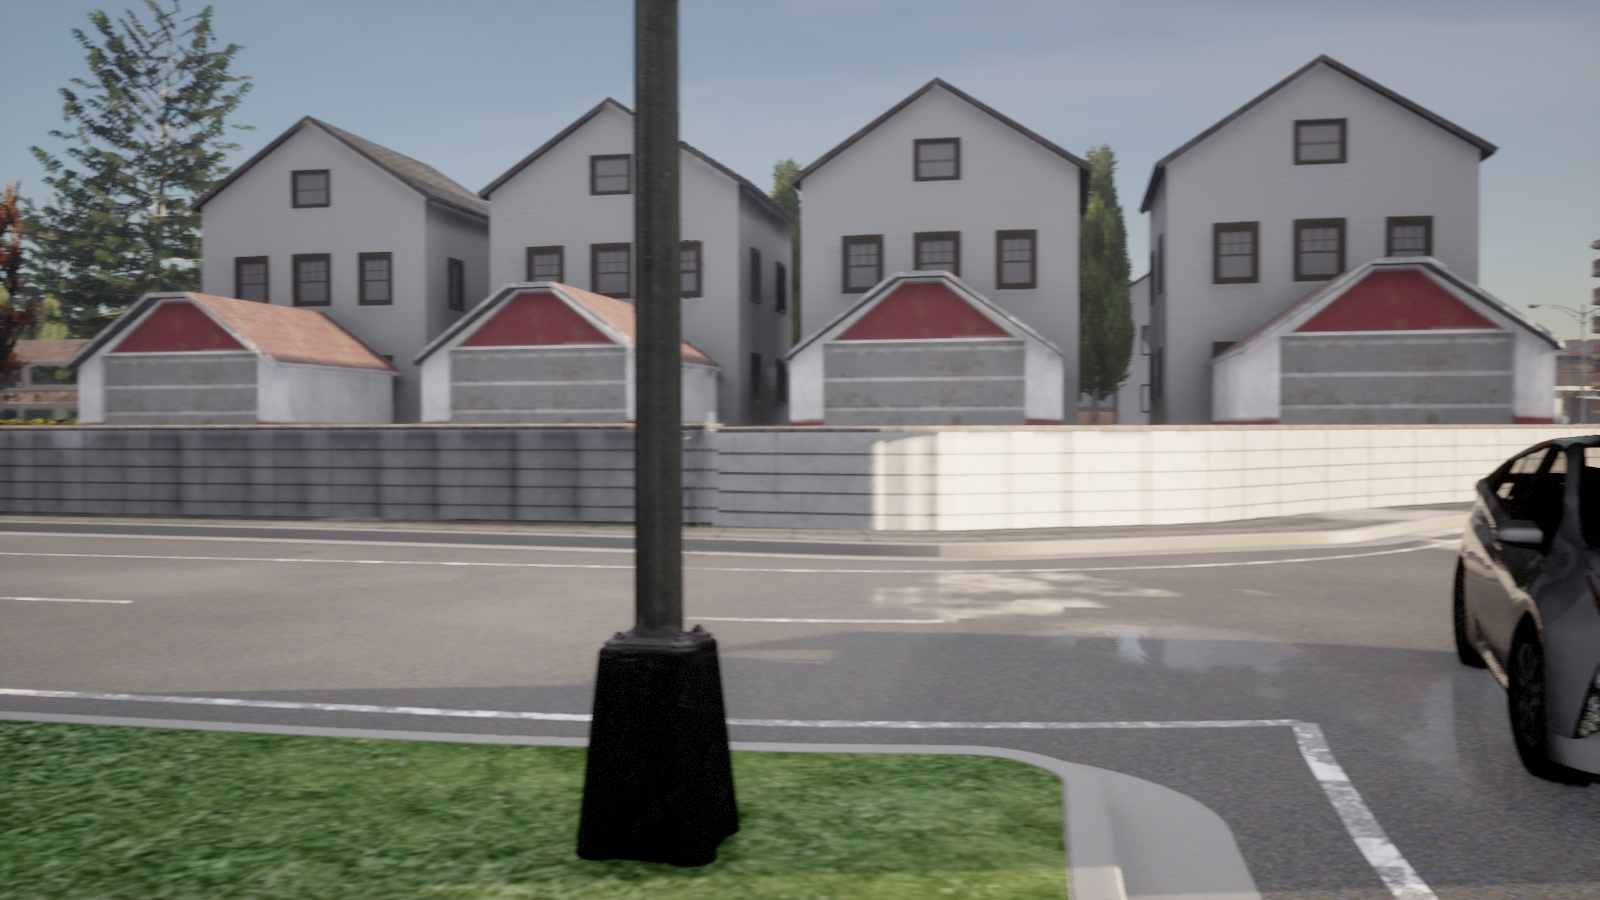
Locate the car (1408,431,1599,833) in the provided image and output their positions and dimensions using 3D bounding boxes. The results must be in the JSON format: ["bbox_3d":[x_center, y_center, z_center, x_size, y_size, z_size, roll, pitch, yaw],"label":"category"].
[{"bbox_3d":[4.532,0.671,6.628,2.007,1.525,4.514,1,1,21],"label":"car"}]
